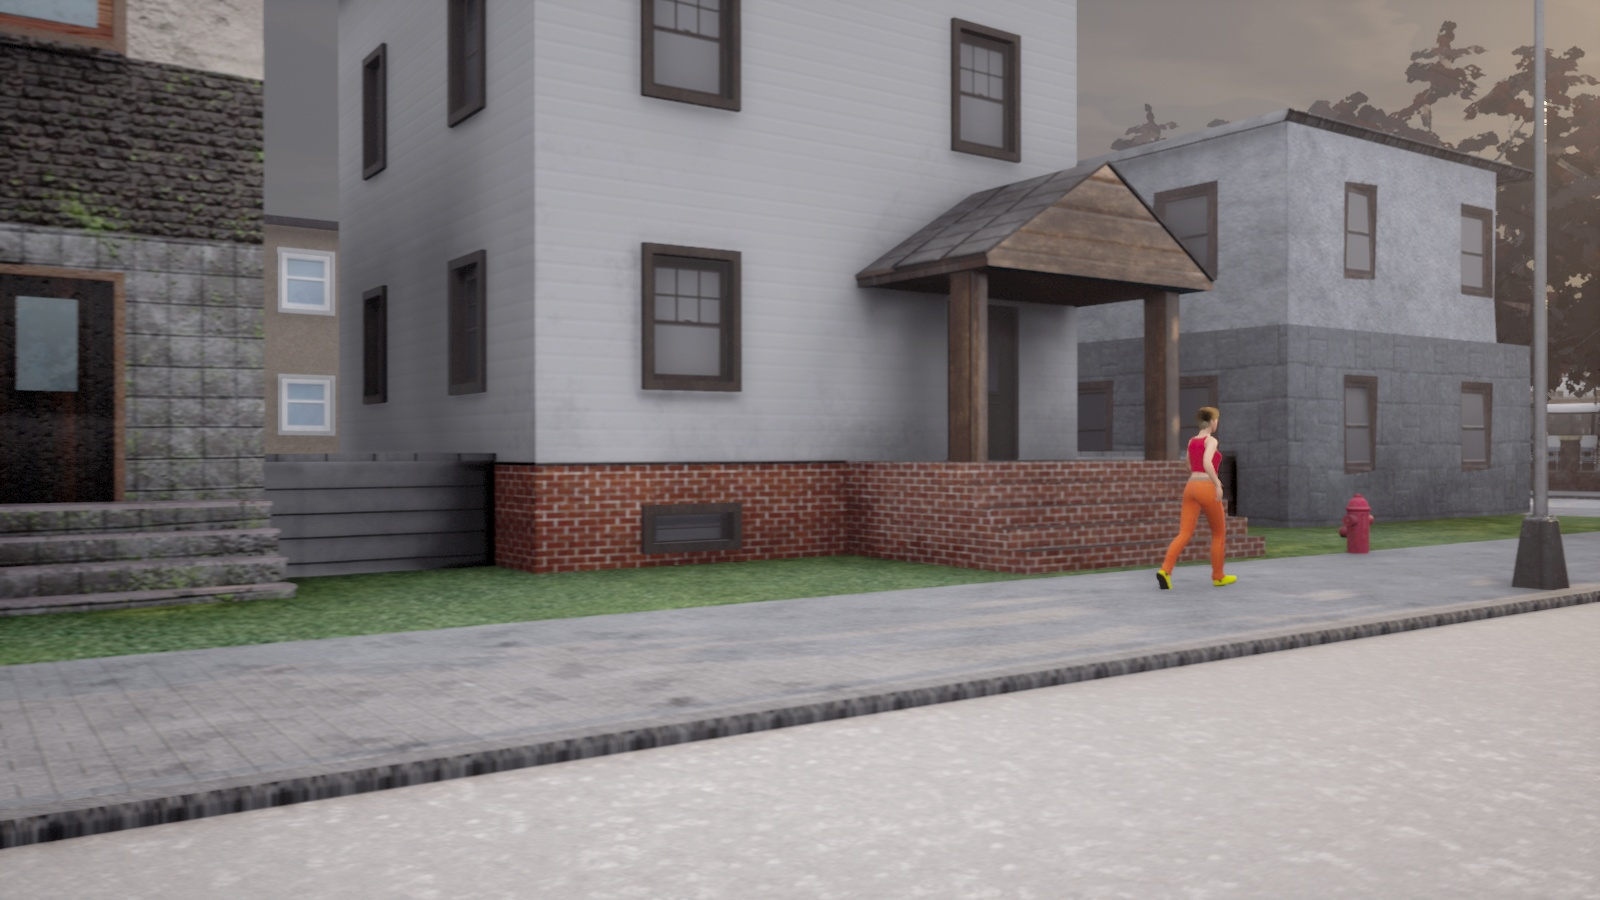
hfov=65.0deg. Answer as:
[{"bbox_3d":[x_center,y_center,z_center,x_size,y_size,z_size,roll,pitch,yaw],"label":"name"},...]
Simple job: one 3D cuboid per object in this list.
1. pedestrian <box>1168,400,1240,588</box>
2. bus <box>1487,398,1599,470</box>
[{"bbox_3d":[4.028,0.427,12.511,0.594,1.836,0.345,0,0,-25],"label":"pedestrian"},{"bbox_3d":[48.046,-0.949,76.383,3.944,4.253,10.273,0,0,-34],"label":"bus"}]
